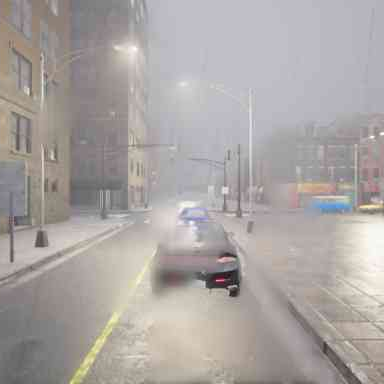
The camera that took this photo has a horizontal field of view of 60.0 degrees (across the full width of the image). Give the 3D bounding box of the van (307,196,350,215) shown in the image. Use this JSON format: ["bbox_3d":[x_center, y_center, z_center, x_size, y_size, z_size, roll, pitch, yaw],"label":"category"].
[{"bbox_3d":[13.771,1.335,33.595,3.998,1.788,1.690,0,0,0],"label":"van"}]

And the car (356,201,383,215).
[{"bbox_3d":[19.213,1.515,33.581,4.829,1.417,1.752,0,0,0],"label":"car"}]

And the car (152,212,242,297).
[{"bbox_3d":[0.106,1.491,8.545,2.128,1.511,4.902,0,0,0],"label":"car"}]

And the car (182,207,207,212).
[{"bbox_3d":[0.124,1.524,17.811,1.812,1.442,4.674,0,0,1],"label":"car"}]
